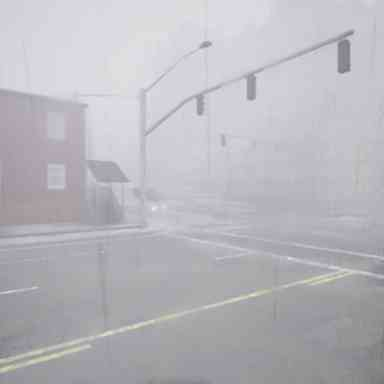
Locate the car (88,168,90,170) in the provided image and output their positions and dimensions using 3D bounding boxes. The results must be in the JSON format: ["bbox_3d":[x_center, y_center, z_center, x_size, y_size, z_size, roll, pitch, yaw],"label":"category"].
[{"bbox_3d":[-18.665,-4.742,55.805,2.033,1.411,5.357,0,12,-35],"label":"car"}]

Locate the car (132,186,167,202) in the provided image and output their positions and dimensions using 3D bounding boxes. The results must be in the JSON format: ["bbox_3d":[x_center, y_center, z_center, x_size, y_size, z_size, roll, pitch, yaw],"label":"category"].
[{"bbox_3d":[-4.733,0.118,36.325,2.033,1.411,5.357,-1,9,-36],"label":"car"}]
